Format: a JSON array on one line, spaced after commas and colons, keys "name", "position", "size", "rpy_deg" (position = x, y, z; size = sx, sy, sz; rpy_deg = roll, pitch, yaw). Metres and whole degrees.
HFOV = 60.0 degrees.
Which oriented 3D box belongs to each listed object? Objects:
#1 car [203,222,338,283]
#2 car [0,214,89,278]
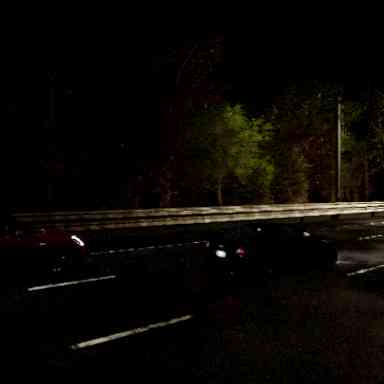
[{"name": "car", "position": [2.380, 1.566, 9.727], "size": [4.181, 1.385, 1.994], "rpy_deg": [0, 0, -35]}, {"name": "car", "position": [-5.122, 1.340, 8.685], "size": [4.553, 1.767, 2.097], "rpy_deg": [0, 0, -35]}]
